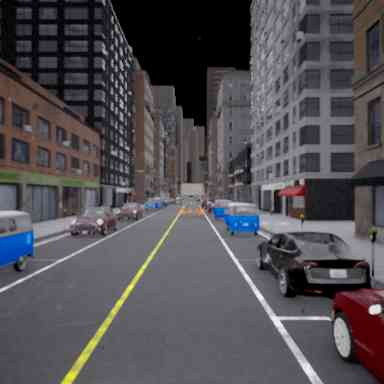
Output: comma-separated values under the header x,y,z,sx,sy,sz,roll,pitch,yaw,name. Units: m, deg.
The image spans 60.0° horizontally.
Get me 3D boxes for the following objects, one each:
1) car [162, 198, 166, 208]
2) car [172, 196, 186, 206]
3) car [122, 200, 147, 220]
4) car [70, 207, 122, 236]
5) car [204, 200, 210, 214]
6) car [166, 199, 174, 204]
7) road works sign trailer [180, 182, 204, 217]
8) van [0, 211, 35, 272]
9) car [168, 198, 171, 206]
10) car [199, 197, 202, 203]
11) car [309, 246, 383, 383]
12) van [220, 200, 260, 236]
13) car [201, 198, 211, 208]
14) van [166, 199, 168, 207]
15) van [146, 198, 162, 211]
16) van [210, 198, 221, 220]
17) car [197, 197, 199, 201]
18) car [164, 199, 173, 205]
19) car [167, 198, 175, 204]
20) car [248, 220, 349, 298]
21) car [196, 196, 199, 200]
x,y,z,sx,sy,sz,roll,pitch,yaw,name
-5.667,2.053,52.579,2.008,1.369,4.403,0,-1,0,car
-2.997,2.210,71.782,2.128,1.511,4.902,0,-1,0,car
-5.668,1.732,30.577,1.967,1.590,4.097,0,-1,0,car
-5.669,1.628,19.574,1.967,1.590,4.097,0,-1,0,car
2.858,1.978,41.577,1.802,1.307,4.206,0,-1,0,car
-5.667,2.408,85.586,1.802,1.307,4.206,0,-1,0,car
0.002,0.791,34.264,2.380,3.560,2.880,0,-1,0,road works sign trailer
-5.669,1.424,8.573,1.690,1.788,3.998,0,-1,0,van
-5.667,2.174,63.582,1.947,1.339,4.313,0,-1,0,car
2.858,1.870,58.083,2.192,1.841,5.009,0,-1,0,car
2.857,1.575,3.069,1.887,1.381,4.507,0,-1,0,car
2.857,1.528,19.575,1.690,1.788,3.998,0,-1,0,van
2.859,2.083,52.579,1.802,1.307,4.206,0,-1,0,car
-5.667,1.896,58.083,1.690,1.788,3.998,0,-1,0,van
-5.668,1.790,47.082,1.690,1.788,3.998,0,-1,0,van
2.857,1.633,30.577,1.690,1.788,3.998,0,-1,0,van
2.859,2.322,80.085,2.008,1.369,4.403,0,-1,0,car
-5.666,2.337,80.085,1.947,1.339,4.313,0,-1,0,car
-5.667,2.321,91.089,1.967,1.590,4.097,0,-1,0,car
2.857,1.649,8.570,1.947,1.339,4.313,0,-1,0,car
2.859,2.447,91.087,1.947,1.339,4.313,0,-1,0,car
